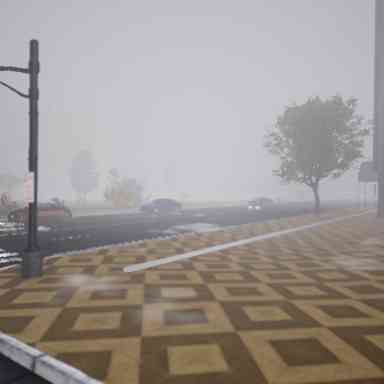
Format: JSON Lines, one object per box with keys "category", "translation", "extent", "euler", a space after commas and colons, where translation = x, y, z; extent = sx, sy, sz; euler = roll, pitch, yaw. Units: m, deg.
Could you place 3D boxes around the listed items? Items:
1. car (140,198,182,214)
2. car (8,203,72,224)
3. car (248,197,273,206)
{"category": "car", "translation": [-3.104, 1.373, 33.716], "extent": [1.882, 1.535, 5.008], "euler": [1, 1, 38]}
{"category": "car", "translation": [-10.813, 1.473, 23.932], "extent": [1.994, 1.385, 4.181], "euler": [1, 1, 38]}
{"category": "car", "translation": [10.580, 1.418, 50.938], "extent": [2.033, 1.411, 5.357], "euler": [1, 1, 38]}
